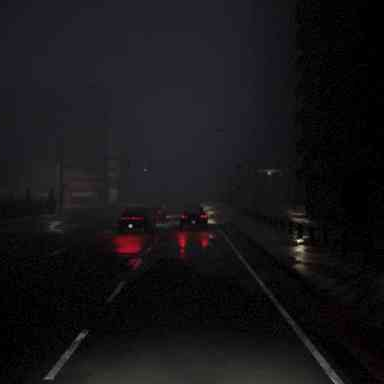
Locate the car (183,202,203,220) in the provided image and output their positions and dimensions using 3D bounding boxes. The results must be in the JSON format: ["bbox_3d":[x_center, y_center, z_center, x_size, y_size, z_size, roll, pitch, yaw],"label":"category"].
[{"bbox_3d":[0.099,1.761,31.821,1.812,1.442,4.674,0,0,0],"label":"car"}]

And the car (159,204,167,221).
[{"bbox_3d":[-3.399,1.785,29.867,1.994,1.385,4.181,0,0,0],"label":"car"}]

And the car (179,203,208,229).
[{"bbox_3d":[0.102,1.696,22.971,1.812,1.442,4.674,0,0,0],"label":"car"}]

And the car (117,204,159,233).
[{"bbox_3d":[-3.401,1.660,20.956,1.837,1.490,4.892,0,0,0],"label":"car"}]
